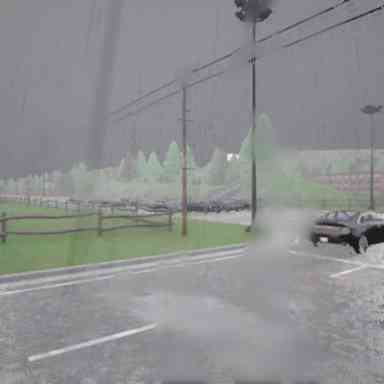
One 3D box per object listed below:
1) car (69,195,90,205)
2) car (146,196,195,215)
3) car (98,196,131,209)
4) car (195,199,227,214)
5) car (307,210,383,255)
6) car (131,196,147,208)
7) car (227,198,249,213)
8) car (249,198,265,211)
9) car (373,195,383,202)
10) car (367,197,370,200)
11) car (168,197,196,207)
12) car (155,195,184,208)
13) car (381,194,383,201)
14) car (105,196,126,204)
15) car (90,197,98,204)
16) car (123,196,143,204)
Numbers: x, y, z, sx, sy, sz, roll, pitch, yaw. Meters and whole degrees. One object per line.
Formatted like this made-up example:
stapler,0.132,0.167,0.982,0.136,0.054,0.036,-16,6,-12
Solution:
car,-20.054,1.392,58.178,1.837,1.490,4.892,0,0,-36
car,-2.270,1.466,33.662,2.128,1.511,4.902,0,0,-36
car,-10.512,1.453,44.954,1.882,1.535,5.008,0,1,-36
car,1.127,1.570,34.942,1.895,1.301,4.718,0,0,-36
car,6.565,1.473,13.384,4.902,1.511,2.128,0,0,-40
car,-7.163,1.474,46.306,1.837,1.490,4.892,0,0,-36
car,3.522,1.512,37.597,2.033,1.411,5.357,0,0,-36
car,6.481,1.451,39.484,2.128,1.511,4.902,0,0,-36
car,41.027,1.418,70.387,1.812,1.442,4.674,0,0,-7
car,43.375,1.370,77.318,2.033,1.411,5.357,0,0,-18
car,-1.526,1.465,50.469,1.837,1.490,4.892,0,0,-36
car,-3.230,1.318,46.853,2.097,1.767,4.553,0,0,-36
car,46.892,1.294,77.685,1.882,1.535,5.008,0,0,-14
car,-14.385,1.512,62.285,2.033,1.411,5.357,0,0,-36
car,-17.174,1.542,60.168,1.994,1.385,4.181,0,0,-36
car,-11.465,1.480,64.219,1.837,1.490,4.892,0,0,-36
